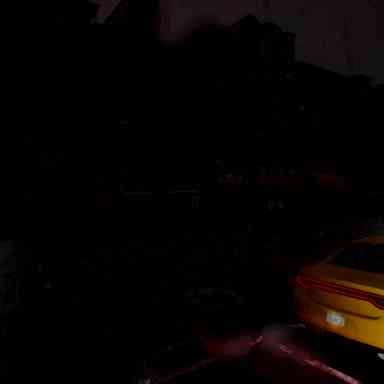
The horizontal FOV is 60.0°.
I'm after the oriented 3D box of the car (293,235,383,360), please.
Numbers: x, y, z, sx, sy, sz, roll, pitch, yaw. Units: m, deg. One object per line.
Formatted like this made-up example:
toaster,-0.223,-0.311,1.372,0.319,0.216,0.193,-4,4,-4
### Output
car,3.850,1.477,5.682,5.008,1.535,1.882,0,0,-35
